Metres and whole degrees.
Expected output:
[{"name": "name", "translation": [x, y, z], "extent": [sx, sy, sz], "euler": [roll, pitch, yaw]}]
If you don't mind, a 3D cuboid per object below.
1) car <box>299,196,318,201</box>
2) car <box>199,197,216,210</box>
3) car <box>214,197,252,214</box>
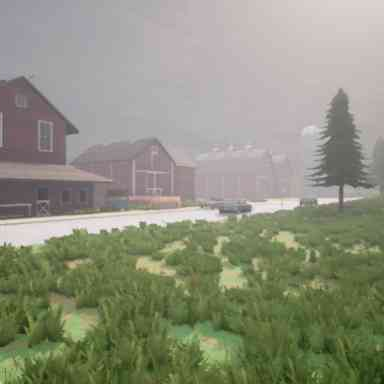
[{"name": "car", "translation": [18.168, 1.372, 51.655], "extent": [2.128, 1.511, 4.902], "euler": [0, 0, 36]}, {"name": "car", "translation": [2.603, 1.344, 41.174], "extent": [1.816, 1.474, 4.193], "euler": [7, 4, 33]}, {"name": "car", "translation": [4.291, 1.444, 32.233], "extent": [1.994, 1.385, 4.181], "euler": [0, 0, 36]}]
